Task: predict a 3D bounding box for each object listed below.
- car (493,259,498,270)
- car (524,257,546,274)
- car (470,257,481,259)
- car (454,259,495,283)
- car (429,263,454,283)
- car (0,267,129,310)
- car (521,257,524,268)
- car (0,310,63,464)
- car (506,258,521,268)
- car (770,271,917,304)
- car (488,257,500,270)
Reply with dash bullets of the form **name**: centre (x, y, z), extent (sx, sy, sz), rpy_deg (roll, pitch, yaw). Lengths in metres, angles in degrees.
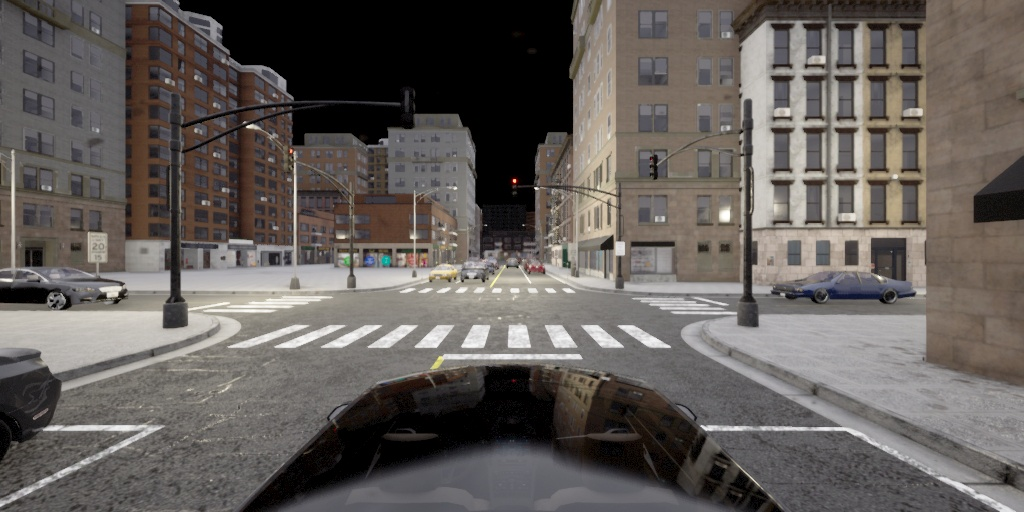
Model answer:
- **car**: centre (-2.841, 1.311, 38.120), extent (1.994, 1.385, 4.181), rpy_deg (0, 0, 0)
- **car**: centre (2.641, 1.188, 39.890), extent (1.967, 1.591, 4.097), rpy_deg (0, 0, 0)
- **car**: centre (-5.383, 1.063, 51.215), extent (2.192, 1.841, 5.009), rpy_deg (0, 0, 0)
- **car**: centre (-2.833, 1.240, 28.219), extent (2.128, 1.511, 4.902), rpy_deg (0, 0, 2)
- **car**: centre (-5.385, 1.273, 28.397), extent (1.751, 1.417, 4.829), rpy_deg (0, 0, 0)
- **car**: centre (-17.281, 1.161, 13.387), extent (4.902, 1.511, 2.128), rpy_deg (0, 0, 2)
- **car**: centre (2.642, 1.063, 45.552), extent (2.192, 1.841, 5.009), rpy_deg (0, 0, 0)
- **car**: centre (-5.388, 1.300, 1.721), extent (2.007, 1.370, 4.403), rpy_deg (0, 0, 0)
- **car**: centre (0.100, 1.311, 58.619), extent (1.994, 1.385, 4.181), rpy_deg (0, 0, 1)
- **car**: centre (14.996, 1.380, 16.351), extent (5.357, 1.411, 2.033), rpy_deg (0, 0, 0)
- **car**: centre (-2.827, 1.274, 51.532), extent (1.812, 1.442, 4.674), rpy_deg (0, 0, 0)
